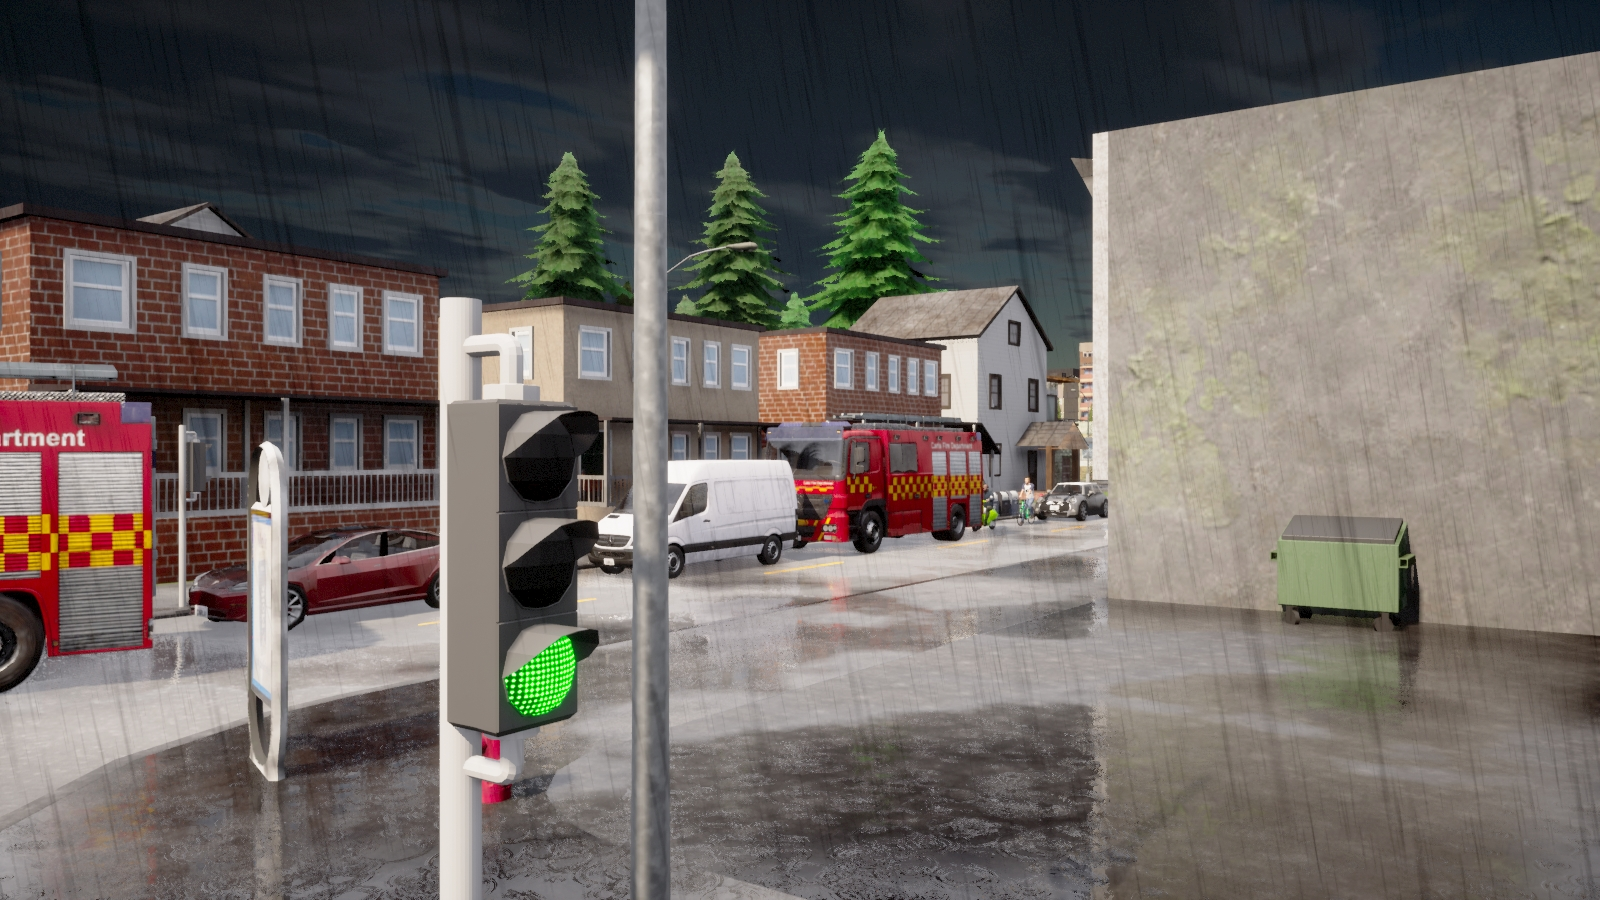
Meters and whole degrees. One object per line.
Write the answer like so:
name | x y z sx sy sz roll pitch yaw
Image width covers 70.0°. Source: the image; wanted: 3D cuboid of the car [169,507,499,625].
car | -7.735 1.835 19.450 2.163 1.488 4.792 0 0 35

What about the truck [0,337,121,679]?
truck | -12.341 0.662 12.418 8.468 3.827 2.891 0 0 -32

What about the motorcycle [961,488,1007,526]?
motorcycle | 6.398 1.954 39.613 0.856 1.236 1.805 0 0 35

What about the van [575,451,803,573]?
van | -2.442 1.307 26.996 1.988 2.561 5.915 0 0 35

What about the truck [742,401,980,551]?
truck | 2.054 0.663 33.403 2.891 3.827 8.468 0 0 35

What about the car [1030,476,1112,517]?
car | 11.003 1.837 46.179 1.970 1.475 3.806 0 0 35

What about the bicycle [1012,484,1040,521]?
bicycle | 8.406 1.928 42.476 0.373 1.296 1.643 0 0 35
